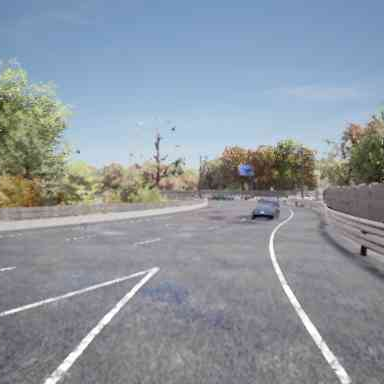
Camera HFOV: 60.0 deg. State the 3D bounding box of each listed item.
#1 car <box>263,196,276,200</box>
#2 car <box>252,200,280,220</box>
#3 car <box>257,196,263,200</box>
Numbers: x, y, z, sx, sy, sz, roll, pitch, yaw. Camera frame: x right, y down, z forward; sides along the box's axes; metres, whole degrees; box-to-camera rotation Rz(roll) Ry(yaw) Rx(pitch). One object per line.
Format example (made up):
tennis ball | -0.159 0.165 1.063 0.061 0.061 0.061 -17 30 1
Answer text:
car | 13.103 1.743 54.523 1.812 1.442 4.674 1 0 9
car | 6.606 1.677 29.587 1.994 1.385 4.181 1 0 21
car | 14.173 1.585 65.639 2.097 1.767 4.553 0 0 1
